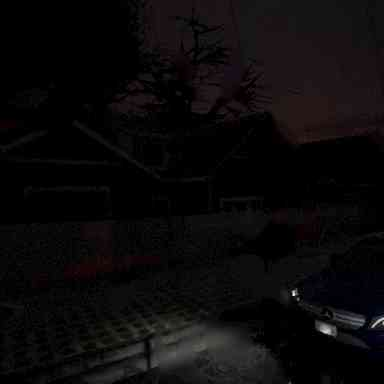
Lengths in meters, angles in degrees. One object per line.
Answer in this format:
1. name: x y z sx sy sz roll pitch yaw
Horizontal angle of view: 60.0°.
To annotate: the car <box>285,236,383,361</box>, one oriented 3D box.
1. car: 3.625 1.542 5.807 4.674 1.442 1.812 0 0 -37
